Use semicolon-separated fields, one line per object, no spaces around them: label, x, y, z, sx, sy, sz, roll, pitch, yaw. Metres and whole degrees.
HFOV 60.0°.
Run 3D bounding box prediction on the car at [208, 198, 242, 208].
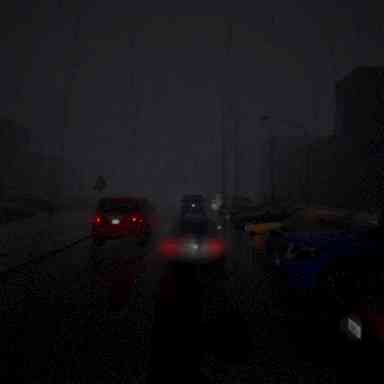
car;4.859;1.579;49.285;4.792;1.488;2.163;0;0;0

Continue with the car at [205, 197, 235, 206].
car;4.852;1.583;57.498;5.008;1.535;2.097;0;0;0

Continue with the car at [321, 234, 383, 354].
car;4.682;1.516;4.701;4.792;1.488;2.163;0;0;0

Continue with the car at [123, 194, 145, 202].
car;-15.448;1.551;88.506;5.566;2.045;2.435;0;-1;0

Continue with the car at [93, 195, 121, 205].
car;-15.488;1.467;60.939;4.553;1.767;2.185;0;0;0

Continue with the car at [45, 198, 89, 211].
car;-15.572;1.551;41.634;4.792;1.488;2.163;0;0;0

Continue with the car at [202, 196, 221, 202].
car;4.953;1.796;85.408;4.674;1.452;2.002;0;-1;0

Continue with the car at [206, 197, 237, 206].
car;4.854;1.572;54.718;4.892;1.521;2.231;0;0;0

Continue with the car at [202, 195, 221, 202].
car;4.913;1.605;82.632;4.553;1.767;2.185;0;-1;0

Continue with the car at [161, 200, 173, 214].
car;-2.849;1.554;32.537;1.812;1.442;4.674;0;0;0

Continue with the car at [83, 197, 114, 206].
car;-15.525;1.606;55.388;4.674;1.452;2.002;0;0;0

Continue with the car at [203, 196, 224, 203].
car;4.931;1.692;76.951;4.892;1.521;2.231;0;0;0

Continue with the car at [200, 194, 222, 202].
car;4.935;1.536;88.187;5.566;2.045;2.435;0;-1;0

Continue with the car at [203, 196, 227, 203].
car;5.101;1.670;74.171;5.366;1.575;1.946;0;0;0

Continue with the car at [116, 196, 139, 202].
car;-15.484;1.717;80.239;5.008;1.535;2.097;0;0;0

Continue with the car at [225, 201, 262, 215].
car;4.762;1.528;21.371;4.792;1.488;2.163;0;0;0

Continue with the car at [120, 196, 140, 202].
car;-15.483;1.781;82.993;4.674;1.452;2.002;0;-1;0

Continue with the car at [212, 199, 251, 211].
car;4.798;1.565;40.949;4.674;1.452;2.002;0;0;0

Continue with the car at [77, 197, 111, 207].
car;-15.503;1.584;52.666;4.792;1.488;2.163;0;0;0

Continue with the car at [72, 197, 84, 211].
car;-15.727;1.513;38.875;5.366;1.575;1.946;0;0;0

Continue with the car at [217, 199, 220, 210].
car;4.723;1.531;26.929;4.792;1.488;2.163;0;0;0

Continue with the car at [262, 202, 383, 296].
car;4.684;1.238;7.482;5.566;2.045;2.435;0;0;0

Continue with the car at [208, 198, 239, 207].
car;4.836;1.600;52.064;4.674;1.452;2.002;0;0;0

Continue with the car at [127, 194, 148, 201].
car;-15.440;1.638;94.016;5.566;2.045;2.435;0;-1;0

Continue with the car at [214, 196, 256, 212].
car;4.823;1.393;38.080;4.553;1.767;2.185;0;0;0

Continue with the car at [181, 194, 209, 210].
car;0.138;1.246;30.526;2.150;2.045;5.566;0;0;0

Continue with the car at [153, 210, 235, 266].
car;0.068;1.560;11.511;2.033;1.411;5.357;0;0;0

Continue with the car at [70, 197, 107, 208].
car;-15.507;1.574;49.910;4.792;1.488;2.163;0;0;0

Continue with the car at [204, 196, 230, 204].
car;4.892;1.624;65.960;5.008;1.535;2.097;0;0;0

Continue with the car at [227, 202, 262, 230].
car;4.729;1.497;18.716;5.008;1.535;2.097;0;0;0

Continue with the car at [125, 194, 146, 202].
car;-15.444;1.589;91.264;5.566;2.045;2.435;0;-1;0

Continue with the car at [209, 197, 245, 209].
car;4.827;1.542;46.506;4.892;1.521;2.231;0;0;0

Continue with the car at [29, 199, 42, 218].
car;-15.540;1.548;27.849;4.674;1.452;2.002;0;0;0

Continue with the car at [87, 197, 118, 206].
car;-15.553;1.607;58.182;4.792;1.488;2.163;0;0;0

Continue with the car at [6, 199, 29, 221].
car;-15.531;1.509;25.091;5.008;1.535;2.097;0;0;0

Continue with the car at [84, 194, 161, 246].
car;-2.906;1.235;15.373;2.150;2.045;5.566;0;0;0

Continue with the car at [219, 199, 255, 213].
car;4.928;1.497;24.149;5.366;1.575;1.946;0;0;0

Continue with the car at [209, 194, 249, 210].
car;4.809;1.261;35.267;5.566;2.045;2.435;0;0;0

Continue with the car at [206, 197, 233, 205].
car;4.897;1.625;60.402;4.792;1.488;2.163;0;0;0

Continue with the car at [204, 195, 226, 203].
car;4.879;1.531;71.511;4.553;1.767;2.185;0;0;0

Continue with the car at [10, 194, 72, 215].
car;-15.511;1.258;33.363;5.566;2.045;2.435;0;0;0

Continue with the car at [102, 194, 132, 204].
car;-15.535;1.390;69.211;5.566;2.045;2.435;0;0;0

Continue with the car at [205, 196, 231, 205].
car;4.871;1.611;63.180;4.892;1.521;2.231;0;0;0

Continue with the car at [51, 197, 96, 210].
car;-15.729;1.524;44.390;5.366;1.575;1.946;0;0;0

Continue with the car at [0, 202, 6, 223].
car;-15.533;1.552;22.334;4.674;1.452;2.002;0;0;0

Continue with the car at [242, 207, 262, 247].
car;4.720;1.493;13.040;5.008;1.535;2.097;0;0;0

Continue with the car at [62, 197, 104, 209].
car;-15.355;1.533;47.153;5.366;1.575;1.946;0;0;0

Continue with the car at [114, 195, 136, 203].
car;-15.525;1.572;77.482;4.553;1.767;2.185;0;0;0
